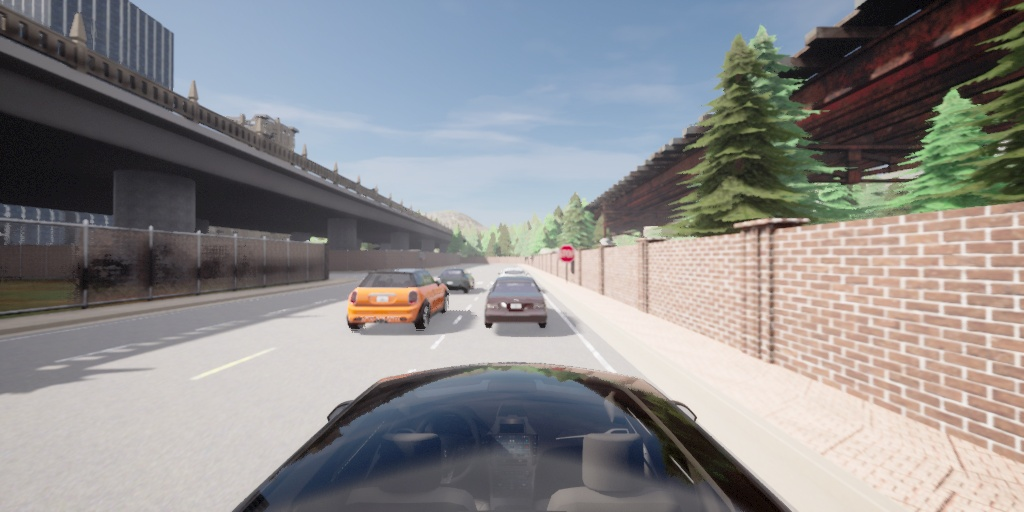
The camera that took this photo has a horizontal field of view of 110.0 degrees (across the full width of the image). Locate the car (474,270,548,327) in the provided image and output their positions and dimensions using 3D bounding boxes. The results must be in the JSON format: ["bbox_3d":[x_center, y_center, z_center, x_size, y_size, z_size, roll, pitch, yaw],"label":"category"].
[{"bbox_3d":[0.102,1.366,11.791,2.033,1.411,5.357,0,0,0],"label":"car"}]

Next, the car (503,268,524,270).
[{"bbox_3d":[0.099,1.411,21.519,1.812,1.442,4.674,0,0,0],"label":"car"}]

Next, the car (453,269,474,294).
[{"bbox_3d":[-3.406,1.450,21.701,1.994,1.385,4.181,0,0,0],"label":"car"}]

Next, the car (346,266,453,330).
[{"bbox_3d":[-3.406,1.169,11.562,2.097,1.767,4.553,0,0,0],"label":"car"}]
